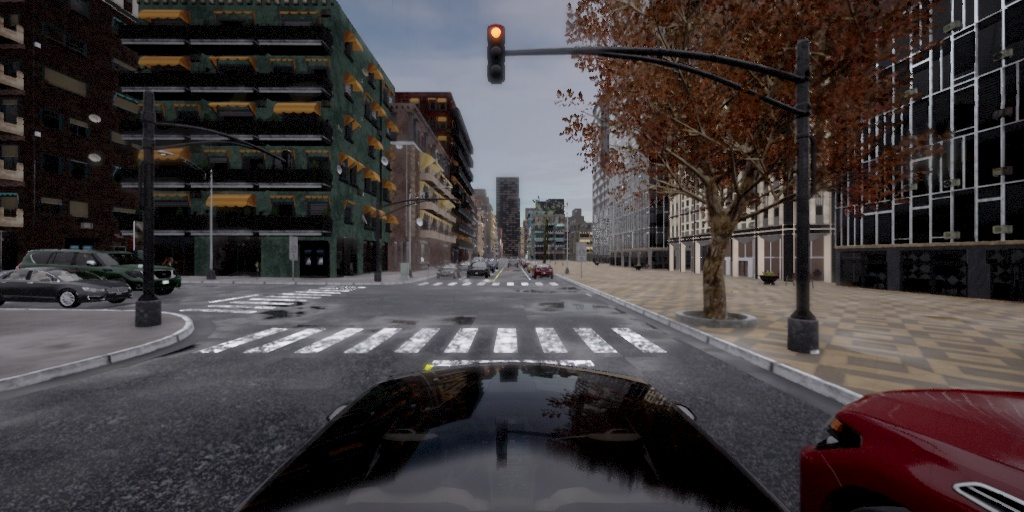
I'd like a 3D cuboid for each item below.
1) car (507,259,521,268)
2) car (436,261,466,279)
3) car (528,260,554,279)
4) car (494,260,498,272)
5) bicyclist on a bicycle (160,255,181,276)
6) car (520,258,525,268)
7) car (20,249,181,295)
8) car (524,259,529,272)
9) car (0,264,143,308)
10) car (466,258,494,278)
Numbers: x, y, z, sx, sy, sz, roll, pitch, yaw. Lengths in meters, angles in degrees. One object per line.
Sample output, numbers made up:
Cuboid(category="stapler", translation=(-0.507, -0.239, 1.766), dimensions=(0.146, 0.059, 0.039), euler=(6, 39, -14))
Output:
Cuboid(category="car", translation=(0.174, 1.277, 63.491), dimensions=(2.128, 1.511, 4.902), euler=(0, 0, 0))
Cuboid(category="car", translation=(-5.653, 1.306, 32.355), dimensions=(2.007, 1.370, 4.403), euler=(0, 0, 0))
Cuboid(category="car", translation=(2.727, 1.301, 32.345), dimensions=(1.888, 1.381, 4.507), euler=(0, 0, 0))
Cuboid(category="car", translation=(-3.032, 1.365, 43.663), dimensions=(1.895, 1.301, 4.718), euler=(0, 0, 0))
Cuboid(category="bicyclist on a bicycle", translation=(-23.142, 0.757, 24.220), dimensions=(0.582, 1.620, 1.656), euler=(1, 0, -1))
Cuboid(category="car", translation=(2.760, 1.363, 60.008), dimensions=(1.802, 1.307, 4.207), euler=(0, 0, 0))
Cuboid(category="car", translation=(-17.771, 0.744, 15.534), dimensions=(5.566, 2.045, 2.150), euler=(1, 0, 0))
Cuboid(category="car", translation=(2.740, 1.290, 43.580), dimensions=(1.751, 1.417, 4.829), euler=(0, 0, 0))
Cuboid(category="car", translation=(-16.421, 1.089, 12.952), dimensions=(4.403, 1.370, 2.007), euler=(0, 0, -1))
Cuboid(category="car", translation=(-3.056, 1.234, 33.640), dimensions=(1.882, 1.535, 5.008), euler=(0, 0, 0))
